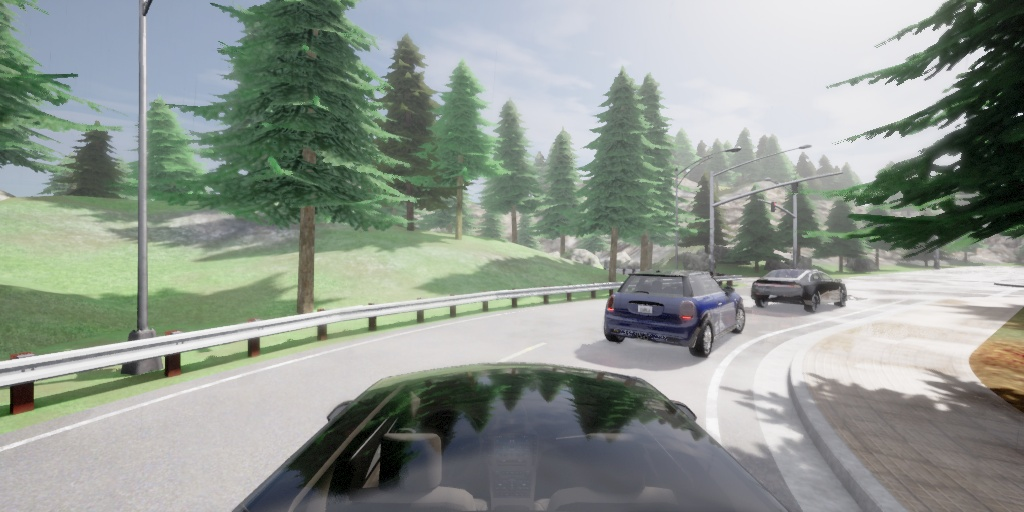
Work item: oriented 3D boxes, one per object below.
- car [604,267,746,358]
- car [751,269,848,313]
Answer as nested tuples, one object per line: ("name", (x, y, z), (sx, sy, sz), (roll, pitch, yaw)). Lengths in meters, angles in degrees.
("car", (4.162, 1.109, 8.877), (2.097, 1.767, 4.553), (0, 0, 43))
("car", (11.341, 1.256, 14.091), (4.902, 1.511, 2.128), (0, 0, -32))
